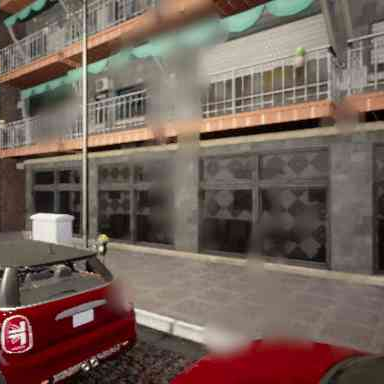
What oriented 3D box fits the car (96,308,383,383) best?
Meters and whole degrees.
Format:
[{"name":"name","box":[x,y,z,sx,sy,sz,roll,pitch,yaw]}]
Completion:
[{"name":"car","box":[1.779,1.544,1.608,4.507,1.381,1.887,0,0,36]}]

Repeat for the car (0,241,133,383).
[{"name":"car","box":[-2.802,1.445,4.878,4.097,1.590,1.967,0,0,36]}]
